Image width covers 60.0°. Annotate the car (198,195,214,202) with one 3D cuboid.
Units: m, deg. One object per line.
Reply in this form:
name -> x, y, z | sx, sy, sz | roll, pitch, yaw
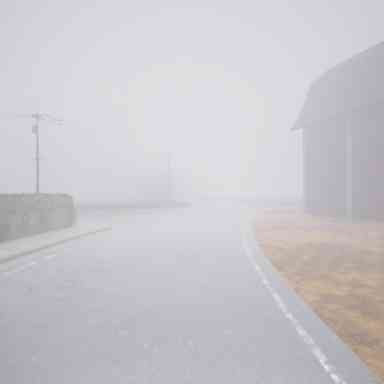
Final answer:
car -> 2.926, 1.381, 70.429 | 2.033, 1.411, 5.357 | 0, 0, -16
